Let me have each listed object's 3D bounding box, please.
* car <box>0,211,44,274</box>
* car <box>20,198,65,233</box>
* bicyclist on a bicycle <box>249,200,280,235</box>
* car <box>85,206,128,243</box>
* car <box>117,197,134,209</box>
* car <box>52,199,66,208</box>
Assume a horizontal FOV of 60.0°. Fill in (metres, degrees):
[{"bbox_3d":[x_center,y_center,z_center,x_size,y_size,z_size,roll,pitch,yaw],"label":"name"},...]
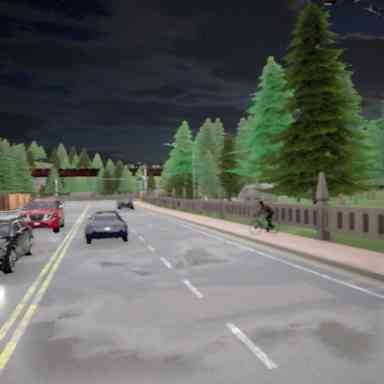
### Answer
[{"bbox_3d":[-6.452,1.634,10.839,2.128,1.511,4.902,-1,0,-16],"label":"car"},{"bbox_3d":[-9.387,1.428,21.112,2.150,2.045,5.566,-1,0,-16],"label":"car"},{"bbox_3d":[3.483,1.221,15.974,1.656,1.620,0.582,-2,0,-16],"label":"bicyclist on a bicycle"},{"bbox_3d":[-4.412,1.660,17.087,1.994,1.385,4.181,-1,0,-16],"label":"car"},{"bbox_3d":[-9.666,1.560,47.881,2.097,1.767,4.553,-1,0,-16],"label":"car"},{"bbox_3d":[-24.836,2.046,62.266,1.837,1.490,4.892,-1,0,-16],"label":"car"}]
